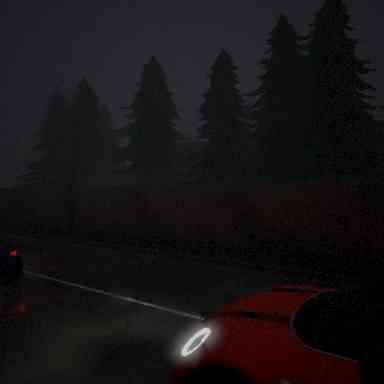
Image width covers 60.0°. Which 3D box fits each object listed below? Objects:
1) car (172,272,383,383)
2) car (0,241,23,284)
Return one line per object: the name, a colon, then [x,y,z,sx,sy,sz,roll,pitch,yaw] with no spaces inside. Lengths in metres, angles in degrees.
car: [2.018,1.352,2.553,4.553,1.767,2.097,0,0,35]
car: [-6.135,1.564,8.369,4.181,1.385,1.994,0,0,35]
